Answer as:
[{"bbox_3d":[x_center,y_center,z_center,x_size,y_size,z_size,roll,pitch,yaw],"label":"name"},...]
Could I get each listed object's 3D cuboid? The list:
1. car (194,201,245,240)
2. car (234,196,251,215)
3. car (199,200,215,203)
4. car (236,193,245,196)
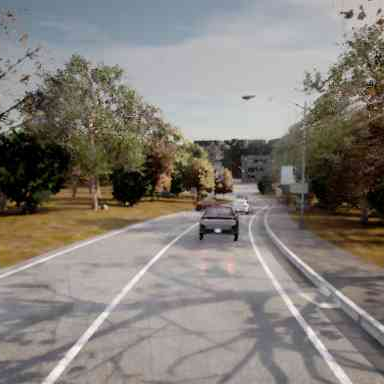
[{"bbox_3d":[1.459,1.469,16.916,2.128,1.511,4.902,1,0,8],"label":"car"},{"bbox_3d":[5.108,1.510,34.664,1.812,1.442,4.674,1,0,14],"label":"car"},{"bbox_3d":[1.657,1.494,36.205,1.895,1.301,4.718,1,0,15],"label":"car"},{"bbox_3d":[11.040,0.999,76.553,1.837,1.490,4.892,1,2,5],"label":"car"}]
